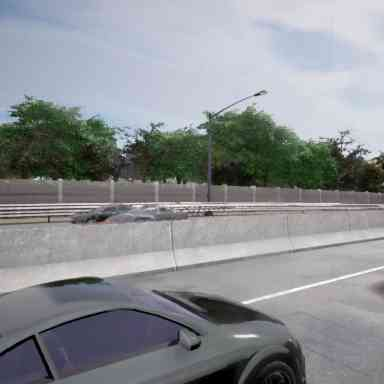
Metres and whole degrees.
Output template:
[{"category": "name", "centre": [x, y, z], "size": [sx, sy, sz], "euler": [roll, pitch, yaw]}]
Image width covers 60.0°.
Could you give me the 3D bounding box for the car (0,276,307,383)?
[{"category": "car", "centre": [-0.842, 1.566, 3.152], "size": [4.181, 1.385, 1.994], "euler": [0, 0, -35]}]

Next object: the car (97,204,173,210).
[{"category": "car", "centre": [-2.576, 1.530, 19.323], "size": [4.902, 1.511, 2.128], "euler": [0, 0, -35]}]

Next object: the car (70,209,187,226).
[{"category": "car", "centre": [-2.781, 1.621, 14.885], "size": [4.718, 1.301, 1.895], "euler": [0, 0, -35]}]

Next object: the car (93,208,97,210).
[{"category": "car", "centre": [-5.334, 1.536, 21.658], "size": [4.892, 1.490, 1.837], "euler": [0, 0, -35]}]
